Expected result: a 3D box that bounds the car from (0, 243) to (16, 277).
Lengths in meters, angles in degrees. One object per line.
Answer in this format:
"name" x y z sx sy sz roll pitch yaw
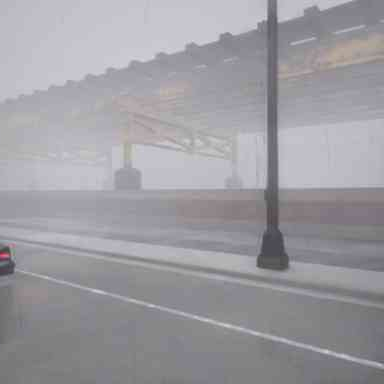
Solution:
"car" -6.829 1.587 8.893 5.357 1.411 2.033 0 0 36
